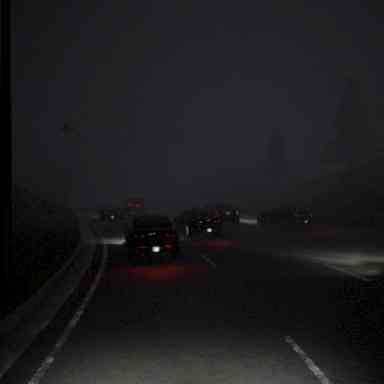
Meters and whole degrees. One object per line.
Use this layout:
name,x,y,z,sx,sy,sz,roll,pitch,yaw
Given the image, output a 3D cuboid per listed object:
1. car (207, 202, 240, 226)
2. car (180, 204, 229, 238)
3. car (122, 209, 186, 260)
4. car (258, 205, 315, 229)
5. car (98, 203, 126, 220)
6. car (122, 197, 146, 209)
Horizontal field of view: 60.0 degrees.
car,1.826,1.570,25.364,2.097,1.767,4.553,0,-1,-19
car,0.194,1.680,19.141,1.837,1.490,4.892,0,0,-17
car,-1.709,1.637,13.239,1.837,1.490,4.892,0,-1,-13
car,6.339,1.657,22.944,2.128,1.511,4.902,0,-1,-18
car,-7.811,1.941,31.598,1.895,1.301,4.718,0,-1,-20
car,-6.918,1.626,39.324,2.150,2.045,5.566,0,0,-20
